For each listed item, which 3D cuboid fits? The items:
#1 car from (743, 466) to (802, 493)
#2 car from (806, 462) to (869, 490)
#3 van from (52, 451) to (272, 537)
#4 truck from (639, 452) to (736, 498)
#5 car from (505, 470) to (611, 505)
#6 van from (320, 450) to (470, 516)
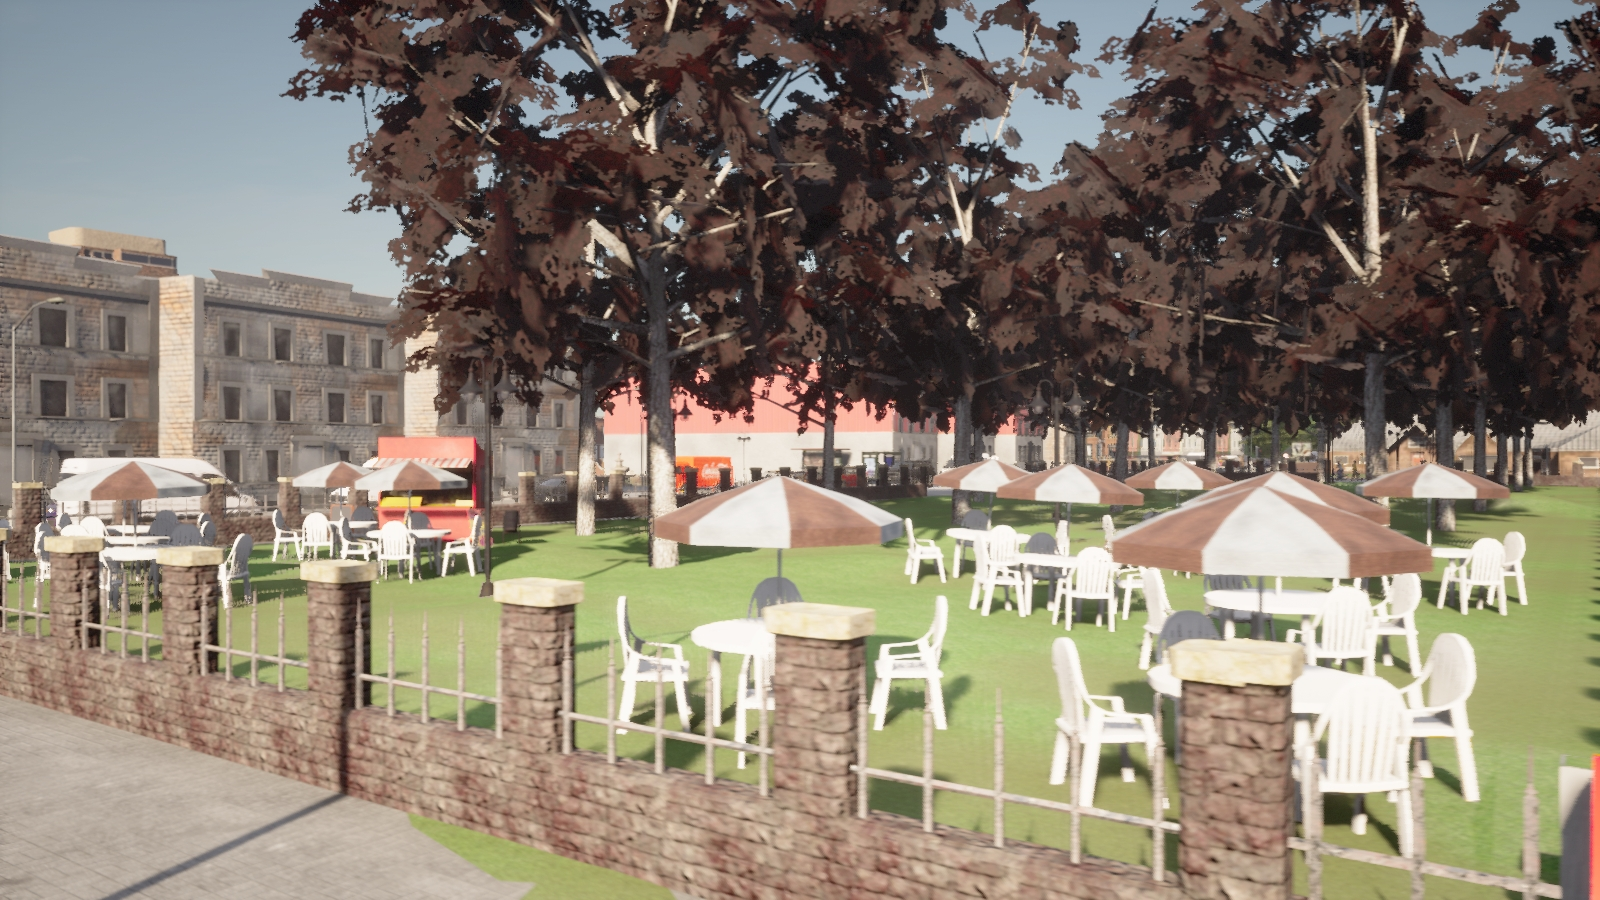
[{"bbox_3d":[-1.653,1.804,70.582,1.789,1.549,3.705,0,0,35],"label":"car"},{"bbox_3d":[2.554,1.684,76.642,2.097,1.767,4.553,0,0,35],"label":"car"},{"bbox_3d":[-20.433,1.313,36.897,1.988,2.561,5.915,0,0,36],"label":"van"},{"bbox_3d":[-6.241,1.349,64.024,2.627,2.467,5.204,0,0,35],"label":"truck"},{"bbox_3d":[-11.791,1.813,56.092,2.097,1.535,5.006,0,0,35],"label":"car"},{"bbox_3d":[-17.080,1.310,48.525,1.988,2.561,5.915,0,1,35],"label":"van"}]
